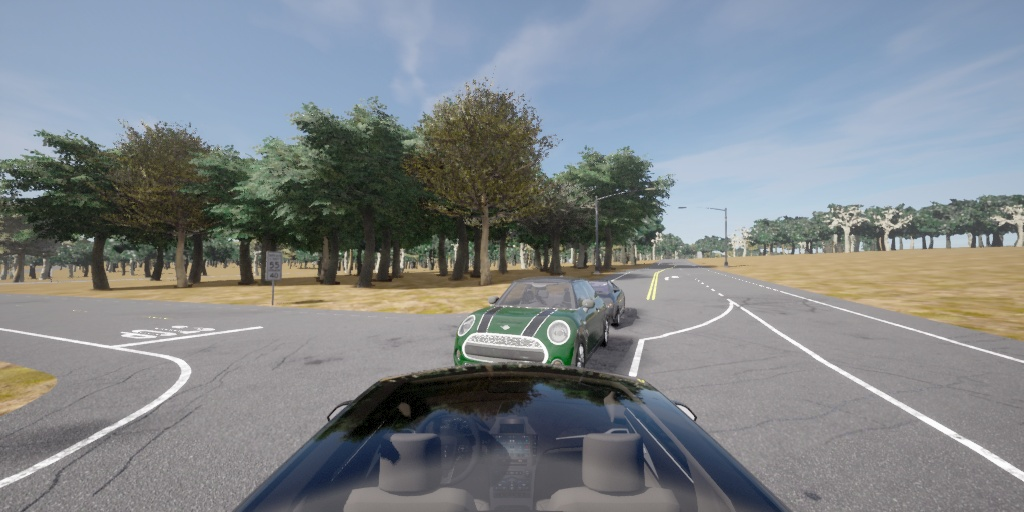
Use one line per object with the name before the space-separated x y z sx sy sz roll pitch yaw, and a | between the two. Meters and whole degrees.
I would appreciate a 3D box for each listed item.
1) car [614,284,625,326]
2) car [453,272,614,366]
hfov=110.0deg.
car | 2.913 1.553 12.861 1.994 1.385 4.181 -2 0 22
car | 0.686 1.222 7.430 2.097 1.767 4.553 -1 -2 22
